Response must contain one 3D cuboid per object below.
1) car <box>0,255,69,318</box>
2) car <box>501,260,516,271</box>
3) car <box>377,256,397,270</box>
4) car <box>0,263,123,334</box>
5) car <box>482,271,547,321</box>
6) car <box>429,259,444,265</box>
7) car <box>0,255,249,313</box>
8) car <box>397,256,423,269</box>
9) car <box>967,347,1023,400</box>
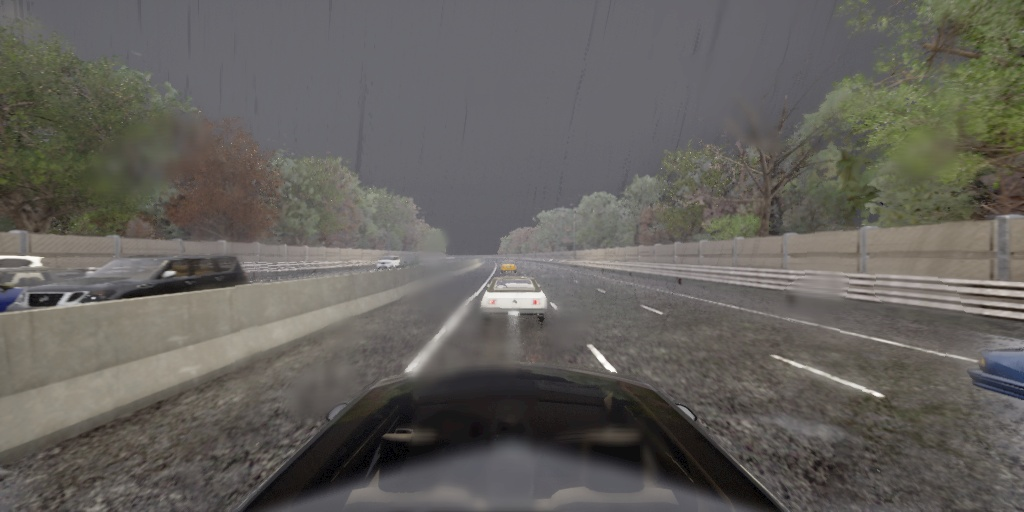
[{"bbox_3d":[-17.632,0.977,10.612,2.150,2.045,5.566,0,0,0],"label":"car"},{"bbox_3d":[-0.439,1.221,44.661,1.801,1.575,5.366,0,0,-1],"label":"car"},{"bbox_3d":[-18.339,0.982,53.636,2.150,2.045,5.566,0,0,-1],"label":"car"},{"bbox_3d":[-14.130,1.107,9.789,2.097,1.767,4.553,0,0,0],"label":"car"},{"bbox_3d":[0.057,1.354,12.421,1.895,1.301,4.718,0,0,0],"label":"car"},{"bbox_3d":[-11.363,1.269,54.266,1.837,1.490,4.892,0,0,-1],"label":"car"},{"bbox_3d":[-10.632,0.976,10.798,2.150,2.045,5.566,0,0,0],"label":"car"},{"bbox_3d":[-14.830,0.984,53.236,2.150,2.045,5.566,0,0,-1],"label":"car"},{"bbox_3d":[7.096,1.296,2.304,2.033,1.411,5.357,0,0,0],"label":"car"}]
